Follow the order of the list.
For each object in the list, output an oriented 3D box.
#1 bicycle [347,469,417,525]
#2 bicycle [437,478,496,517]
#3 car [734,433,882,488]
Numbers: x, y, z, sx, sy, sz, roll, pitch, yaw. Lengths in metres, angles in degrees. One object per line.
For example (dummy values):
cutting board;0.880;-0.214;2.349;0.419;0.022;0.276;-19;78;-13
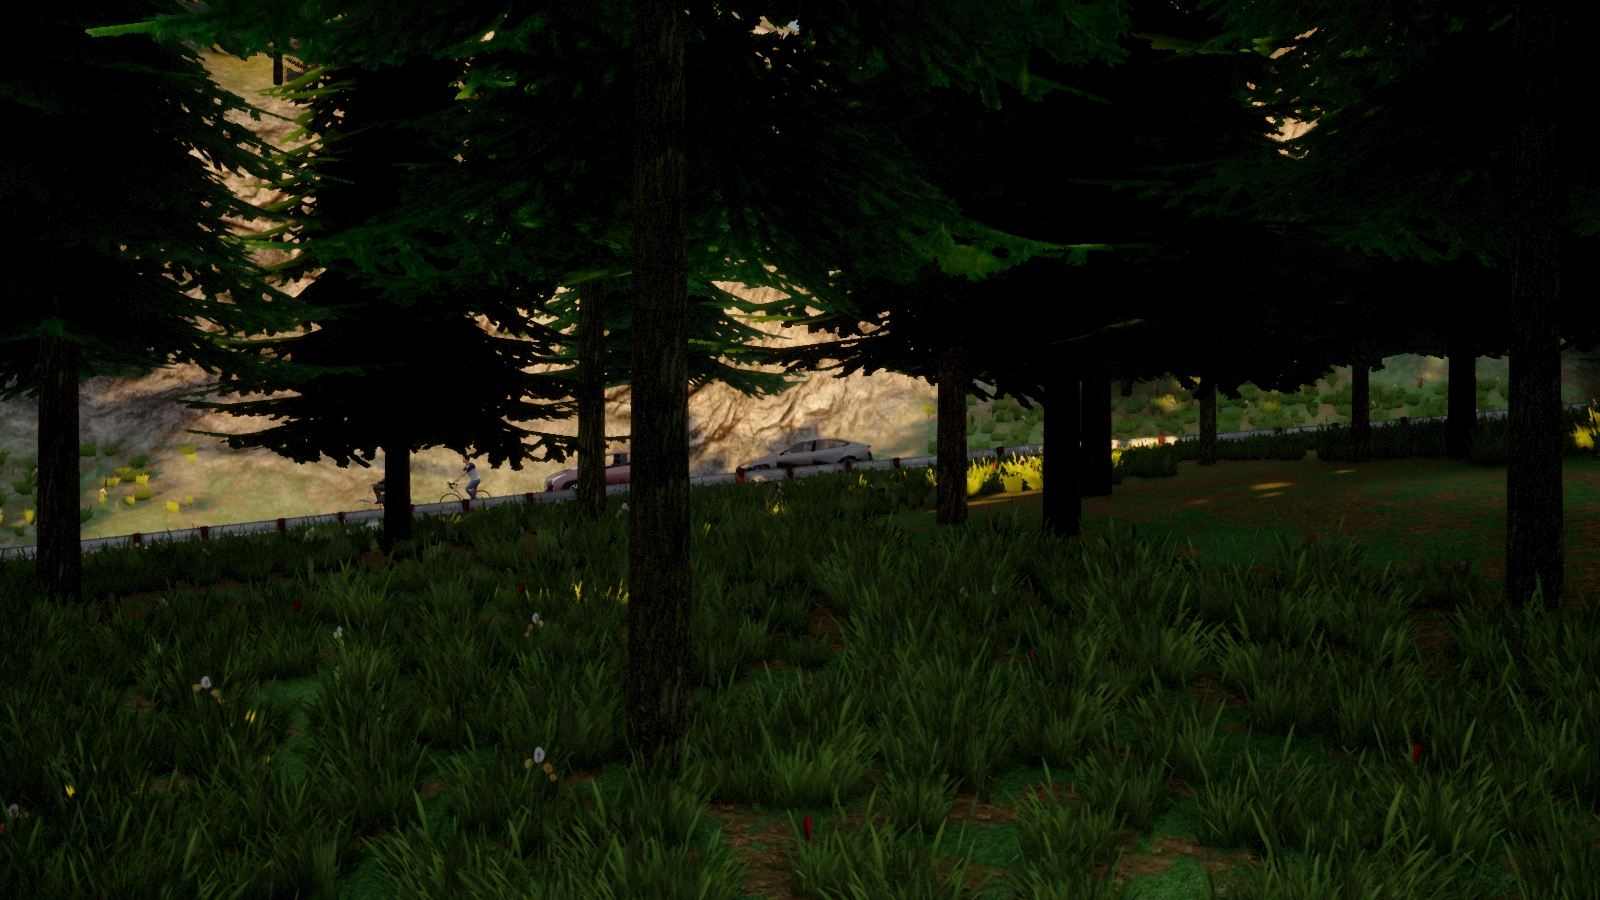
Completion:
bicycle;-12.527;1.396;34.242;1.835;1.471;0.329;-5;3;-29
bicycle;-10.252;1.440;35.171;1.643;1.024;0.373;-5;3;-36
car;0.231;0.348;39.656;4.792;1.488;2.163;-4;1;-7
